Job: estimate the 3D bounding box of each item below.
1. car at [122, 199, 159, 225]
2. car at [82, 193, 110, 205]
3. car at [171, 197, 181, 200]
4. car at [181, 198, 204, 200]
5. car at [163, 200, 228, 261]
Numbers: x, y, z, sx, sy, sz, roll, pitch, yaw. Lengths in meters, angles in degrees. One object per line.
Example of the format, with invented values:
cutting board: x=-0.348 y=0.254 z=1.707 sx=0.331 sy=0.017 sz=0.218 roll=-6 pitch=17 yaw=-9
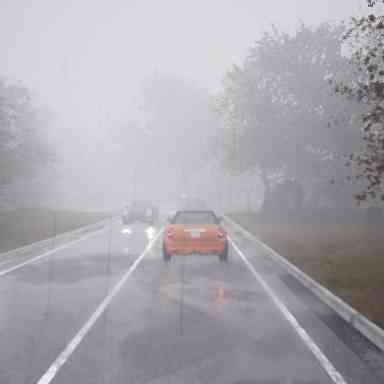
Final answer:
car: x=-3.548 y=1.333 z=23.599 sx=2.097 sy=1.767 sz=4.553 roll=0 pitch=0 yaw=0
car: x=-16.596 y=1.178 z=57.544 sx=2.150 sy=2.045 sz=5.566 roll=-1 pitch=0 yaw=23
car: x=-2.090 y=1.548 z=68.066 sx=4.718 sy=1.301 sz=1.895 roll=0 pitch=0 yaw=-2
car: x=0.481 y=1.329 z=30.727 sx=2.097 sy=1.767 sz=4.553 roll=0 pitch=0 yaw=5
car: x=0.105 y=1.341 z=12.433 sx=2.097 sy=1.767 sz=4.553 roll=0 pitch=0 yaw=0
